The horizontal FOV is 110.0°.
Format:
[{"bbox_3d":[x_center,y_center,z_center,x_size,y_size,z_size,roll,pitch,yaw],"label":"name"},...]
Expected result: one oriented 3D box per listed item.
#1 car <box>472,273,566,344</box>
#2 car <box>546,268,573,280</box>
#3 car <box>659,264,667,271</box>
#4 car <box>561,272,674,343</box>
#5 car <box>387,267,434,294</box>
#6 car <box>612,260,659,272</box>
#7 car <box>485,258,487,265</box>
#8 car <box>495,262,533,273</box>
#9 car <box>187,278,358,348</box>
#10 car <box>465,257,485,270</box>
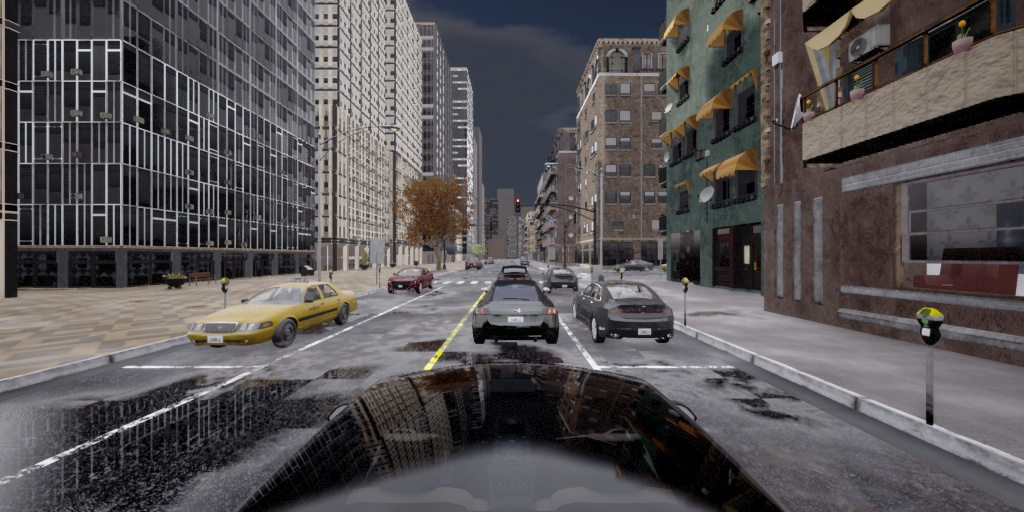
[{"bbox_3d":[0.089,1.315,9.598,1.994,1.385,4.181,0,0,0],"label":"car"},{"bbox_3d":[2.693,1.305,20.516,2.007,1.370,4.403,0,0,0],"label":"car"},{"bbox_3d":[18.841,1.006,39.983,4.829,1.417,1.751,0,0,-1],"label":"car"},{"bbox_3d":[2.691,1.301,9.450,2.007,1.370,4.403,0,0,0],"label":"car"},{"bbox_3d":[-5.687,1.299,20.518,1.888,1.381,4.507,0,0,0],"label":"car"},{"bbox_3d":[13.444,1.108,39.929,4.403,1.370,2.007,0,0,-1],"label":"car"},{"bbox_3d":[-5.677,1.356,58.429,1.948,1.339,4.313,0,0,0],"label":"car"},{"bbox_3d":[0.109,1.259,19.647,1.837,1.490,4.892,0,0,-1],"label":"car"},{"bbox_3d":[-5.690,1.276,9.283,1.751,1.417,4.829,0,0,0],"label":"car"},{"bbox_3d":[-5.679,1.098,52.906,2.192,1.841,5.009,0,0,0],"label":"car"}]
